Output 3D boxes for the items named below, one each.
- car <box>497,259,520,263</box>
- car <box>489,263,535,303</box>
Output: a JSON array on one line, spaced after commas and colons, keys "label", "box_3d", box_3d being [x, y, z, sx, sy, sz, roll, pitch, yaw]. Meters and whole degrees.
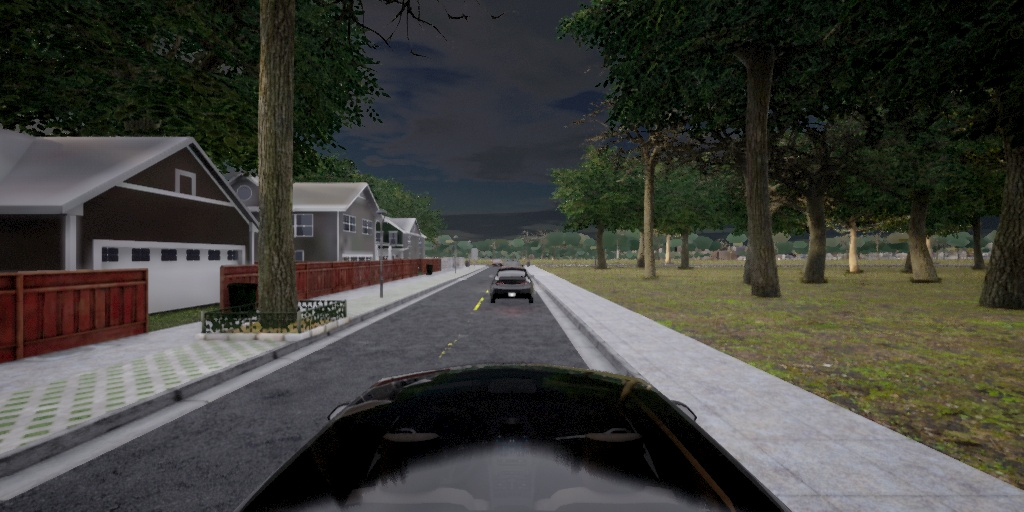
[{"label": "car", "box_3d": [0.000, 1.120, 31.469, 2.097, 1.767, 4.553, 0, 0, 0]}, {"label": "car", "box_3d": [0.000, 1.268, 16.499, 1.837, 1.490, 4.892, 0, 0, 0]}]
